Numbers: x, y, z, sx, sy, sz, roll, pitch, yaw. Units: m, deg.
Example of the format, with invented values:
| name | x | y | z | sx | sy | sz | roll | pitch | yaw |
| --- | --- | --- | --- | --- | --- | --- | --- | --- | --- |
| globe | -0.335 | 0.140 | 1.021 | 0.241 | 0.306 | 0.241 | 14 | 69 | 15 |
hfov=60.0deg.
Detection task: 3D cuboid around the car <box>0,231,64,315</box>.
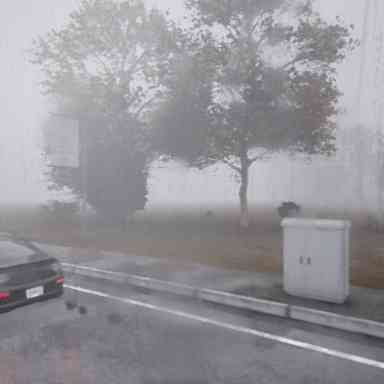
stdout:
| name | x | y | z | sx | sy | sz | roll | pitch | yaw |
| --- | --- | --- | --- | --- | --- | --- | --- | --- | --- |
| car | -4.589 | 1.523 | 6.852 | 4.674 | 1.442 | 1.812 | 0 | 0 | 33 |
